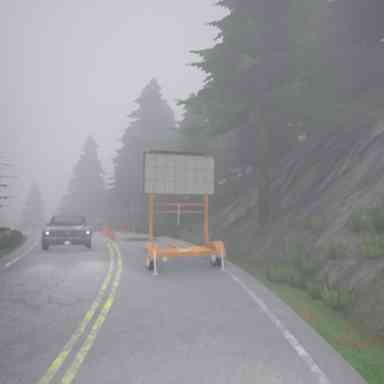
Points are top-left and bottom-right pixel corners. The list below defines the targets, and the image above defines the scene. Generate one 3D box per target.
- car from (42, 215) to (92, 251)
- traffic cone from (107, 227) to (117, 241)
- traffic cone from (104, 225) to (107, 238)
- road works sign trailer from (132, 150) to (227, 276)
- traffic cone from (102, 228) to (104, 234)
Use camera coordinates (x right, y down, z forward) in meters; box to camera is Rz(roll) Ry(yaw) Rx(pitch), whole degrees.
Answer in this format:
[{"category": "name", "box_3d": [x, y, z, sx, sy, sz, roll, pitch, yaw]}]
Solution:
[{"category": "car", "box_3d": [-5.441, 1.694, 14.642, 1.895, 1.301, 4.718, 2, -2, -20]}, {"category": "traffic cone", "box_3d": [-4.007, 2.171, 16.865, 0.340, 0.580, 0.340, 2, -3, -19]}, {"category": "traffic cone", "box_3d": [-4.650, 2.272, 18.758, 0.340, 0.580, 0.340, 2, -4, -19]}, {"category": "road works sign trailer", "box_3d": [-0.444, 0.512, 10.688, 2.380, 3.560, 2.880, 1, -1, -18]}, {"category": "traffic cone", "box_3d": [-5.294, 2.396, 20.650, 0.340, 0.580, 0.340, 2, -4, -19]}]
